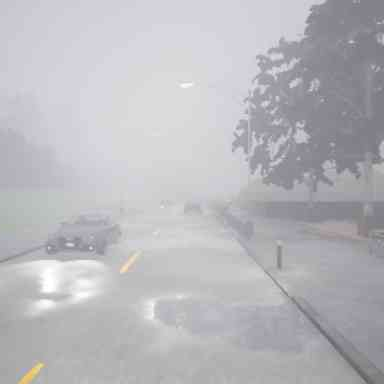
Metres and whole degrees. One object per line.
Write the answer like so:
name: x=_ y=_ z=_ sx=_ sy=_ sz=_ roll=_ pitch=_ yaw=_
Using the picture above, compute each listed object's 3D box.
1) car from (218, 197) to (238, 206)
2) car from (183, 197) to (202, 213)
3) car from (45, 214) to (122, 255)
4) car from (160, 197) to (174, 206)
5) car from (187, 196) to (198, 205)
car: x=6.299 y=1.472 z=53.515 sx=5.357 sy=1.415 sz=2.033 roll=0 pitch=0 yaw=-40
car: x=0.089 y=1.536 z=36.467 sx=1.812 sy=1.442 sz=4.674 roll=0 pitch=0 yaw=0
car: x=-4.091 y=1.568 z=13.126 sx=1.994 sy=1.385 sz=4.181 roll=0 pitch=0 yaw=0
car: x=-4.043 y=1.579 z=55.123 sx=1.994 sy=1.385 sz=4.181 roll=0 pitch=0 yaw=1
car: x=0.065 y=1.565 z=61.972 sx=2.033 sy=1.411 sz=5.357 roll=0 pitch=0 yaw=0
